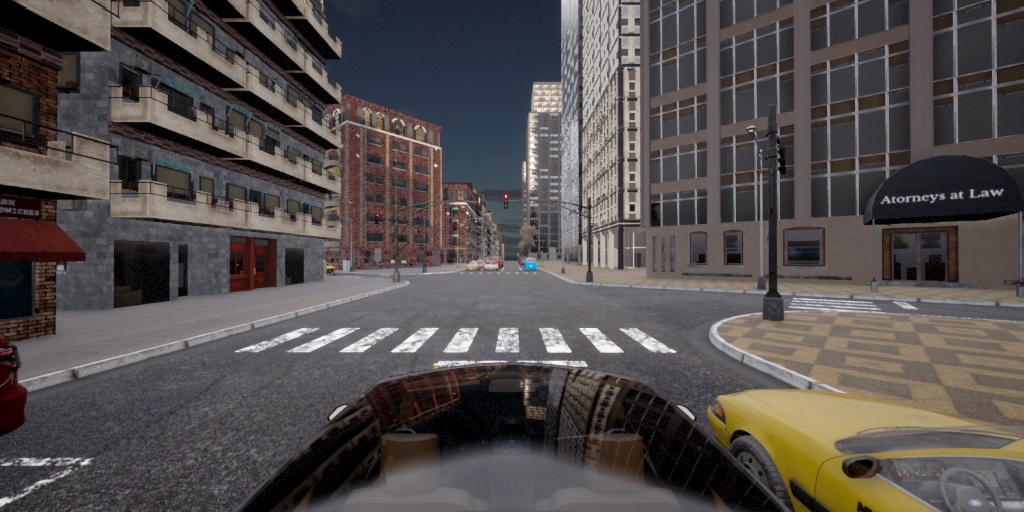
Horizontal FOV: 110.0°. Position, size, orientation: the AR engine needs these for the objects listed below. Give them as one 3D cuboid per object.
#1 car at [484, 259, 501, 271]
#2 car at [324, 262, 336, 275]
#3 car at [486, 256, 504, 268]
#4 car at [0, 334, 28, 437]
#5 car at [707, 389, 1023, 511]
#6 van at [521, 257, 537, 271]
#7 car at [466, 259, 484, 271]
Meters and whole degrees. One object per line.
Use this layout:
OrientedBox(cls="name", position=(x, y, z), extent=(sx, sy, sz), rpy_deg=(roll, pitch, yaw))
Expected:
OrientedBox(cls="car", position=(-2.877, 1.395, 50.170), extent=(1.895, 1.301, 4.718), rpy_deg=(0, 0, -2))
OrientedBox(cls="car", position=(-22.262, 1.426, 41.644), extent=(5.008, 1.535, 1.882), rpy_deg=(-1, -1, 41))
OrientedBox(cls="car", position=(-2.866, 1.036, 59.678), extent=(2.150, 2.045, 5.566), rpy_deg=(0, 0, 0))
OrientedBox(cls="car", position=(-5.314, 1.065, 1.056), extent=(2.192, 1.841, 5.009), rpy_deg=(0, 0, 0))
OrientedBox(cls="car", position=(2.566, 1.275, 1.238), extent=(1.751, 1.417, 4.829), rpy_deg=(0, 0, 0))
OrientedBox(cls="van", position=(2.537, 1.135, 50.060), extent=(1.690, 1.789, 3.998), rpy_deg=(0, 0, 0))
OrientedBox(cls="car", position=(-5.343, 1.319, 49.886), extent=(1.751, 1.417, 4.829), rpy_deg=(0, 0, 0))
